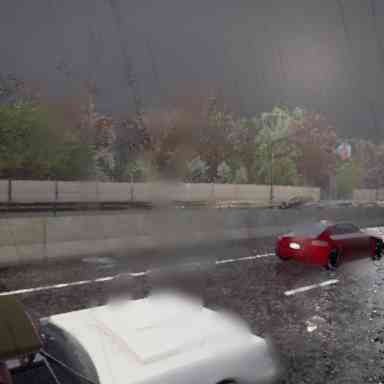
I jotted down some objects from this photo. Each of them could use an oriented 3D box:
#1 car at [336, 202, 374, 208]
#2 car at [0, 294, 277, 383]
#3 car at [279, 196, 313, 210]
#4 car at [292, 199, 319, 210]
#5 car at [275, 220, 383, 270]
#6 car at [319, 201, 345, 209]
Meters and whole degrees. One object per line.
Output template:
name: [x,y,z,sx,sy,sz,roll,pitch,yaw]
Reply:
car: [16.904,1.916,33.241,4.718,1.301,1.895,1,0,-35]
car: [-1.505,1.603,2.669,4.718,1.301,1.895,1,0,-36]
car: [13.955,1.577,44.019,5.566,2.045,2.150,1,-1,-35]
car: [14.520,1.899,40.126,4.181,1.385,1.994,1,0,-35]
car: [4.831,1.663,11.492,4.181,1.385,1.994,1,0,-35]
car: [16.938,1.846,37.557,4.892,1.490,1.837,1,-1,-35]
